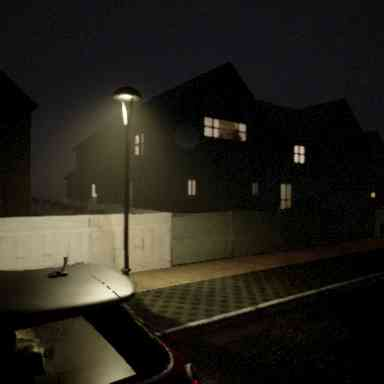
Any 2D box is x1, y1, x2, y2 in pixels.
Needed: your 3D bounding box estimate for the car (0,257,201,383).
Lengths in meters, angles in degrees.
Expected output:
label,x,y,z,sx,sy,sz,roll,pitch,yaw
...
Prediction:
label,x,y,z,sx,sy,sz,roll,pitch,yaw
car,-2.085,1.342,1.580,4.553,1.767,2.097,1,0,-35
